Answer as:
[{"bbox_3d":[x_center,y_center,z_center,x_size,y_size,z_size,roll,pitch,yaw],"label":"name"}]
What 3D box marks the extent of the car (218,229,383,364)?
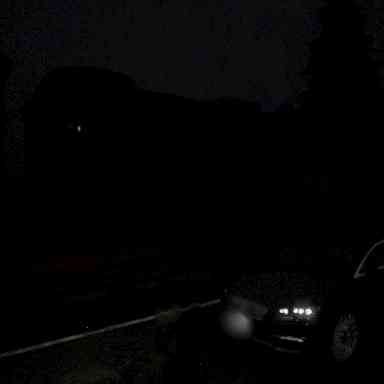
[{"bbox_3d":[2.662,1.467,5.892,4.902,1.511,2.128,0,0,-35],"label":"car"}]
